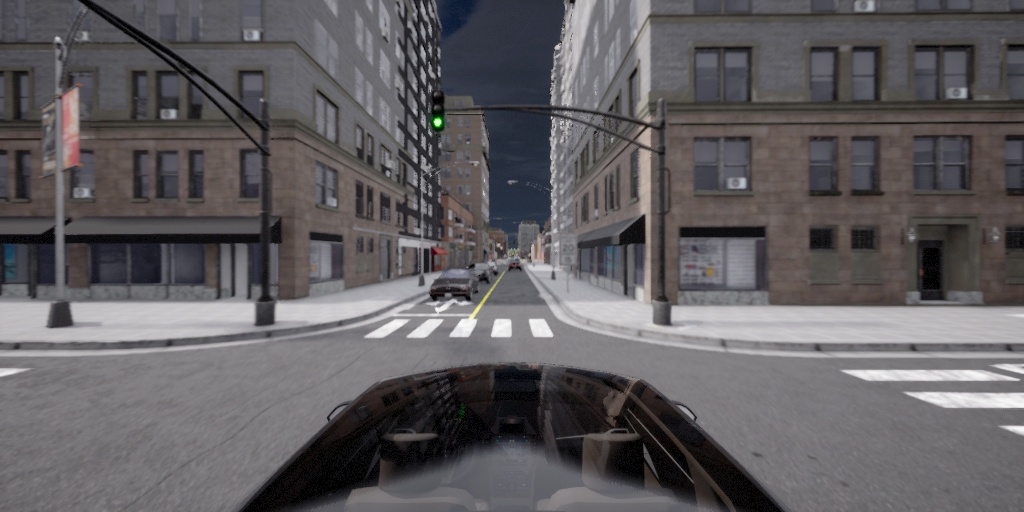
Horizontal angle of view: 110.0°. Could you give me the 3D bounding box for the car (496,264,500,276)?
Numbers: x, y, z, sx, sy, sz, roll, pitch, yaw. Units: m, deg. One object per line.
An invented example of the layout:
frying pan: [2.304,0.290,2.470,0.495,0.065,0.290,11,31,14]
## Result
car: [-2.423,1.288,38.244,1.812,1.442,4.674,0,0,1]

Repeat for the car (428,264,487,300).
car: [-2.690,1.305,18.034,2.033,1.411,5.357,0,0,1]

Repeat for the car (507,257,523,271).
car: [0.428,1.271,48.139,1.837,1.490,4.892,0,0,1]

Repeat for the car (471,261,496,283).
car: [-2.530,1.263,27.918,1.837,1.490,4.892,0,0,1]
